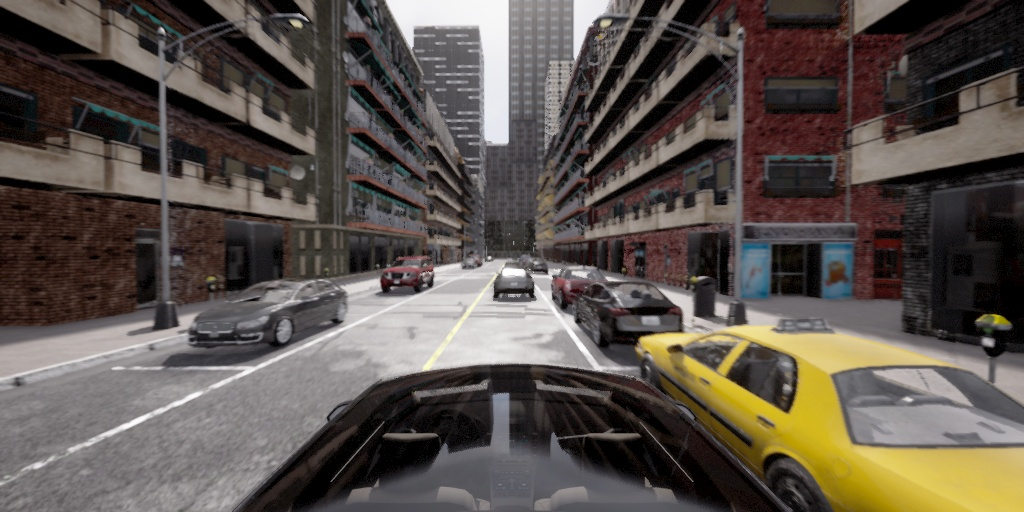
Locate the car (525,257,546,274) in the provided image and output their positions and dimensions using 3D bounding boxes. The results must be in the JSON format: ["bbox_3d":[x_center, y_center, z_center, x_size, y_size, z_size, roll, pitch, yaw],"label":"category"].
[{"bbox_3d":[2.682,1.100,37.026,1.948,1.339,4.313,0,0,0],"label":"car"}]

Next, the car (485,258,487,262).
[{"bbox_3d":[-5.703,0.985,59.461,1.802,1.307,4.207,0,0,0],"label":"car"}]

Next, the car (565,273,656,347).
[{"bbox_3d":[2.688,1.270,9.016,1.948,1.339,4.313,0,0,0],"label":"car"}]

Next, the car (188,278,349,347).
[{"bbox_3d":[-5.692,1.257,9.043,2.007,1.370,4.403,0,0,0],"label":"car"}]

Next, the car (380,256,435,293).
[{"bbox_3d":[-5.695,0.953,20.247,2.192,1.841,5.009,0,0,0],"label":"car"}]

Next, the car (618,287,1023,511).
[{"bbox_3d":[2.690,1.264,3.584,1.751,1.417,4.829,0,0,0],"label":"car"}]

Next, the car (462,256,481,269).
[{"bbox_3d":[-5.701,1.020,48.257,2.007,1.370,4.403,0,0,0],"label":"car"}]

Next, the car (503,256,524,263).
[{"bbox_3d":[0.094,1.022,40.018,1.837,1.490,4.892,0,0,0],"label":"car"}]

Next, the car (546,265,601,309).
[{"bbox_3d":[2.687,1.110,14.618,1.967,1.591,4.097,0,0,0],"label":"car"}]

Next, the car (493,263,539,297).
[{"bbox_3d":[0.096,1.214,18.083,1.994,1.385,4.181,0,0,0],"label":"car"}]

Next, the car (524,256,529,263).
[{"bbox_3d":[2.681,1.051,42.629,2.007,1.370,4.403,0,0,0],"label":"car"}]

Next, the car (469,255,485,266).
[{"bbox_3d":[-5.702,0.751,53.859,2.192,1.841,5.009,0,0,0],"label":"car"}]
